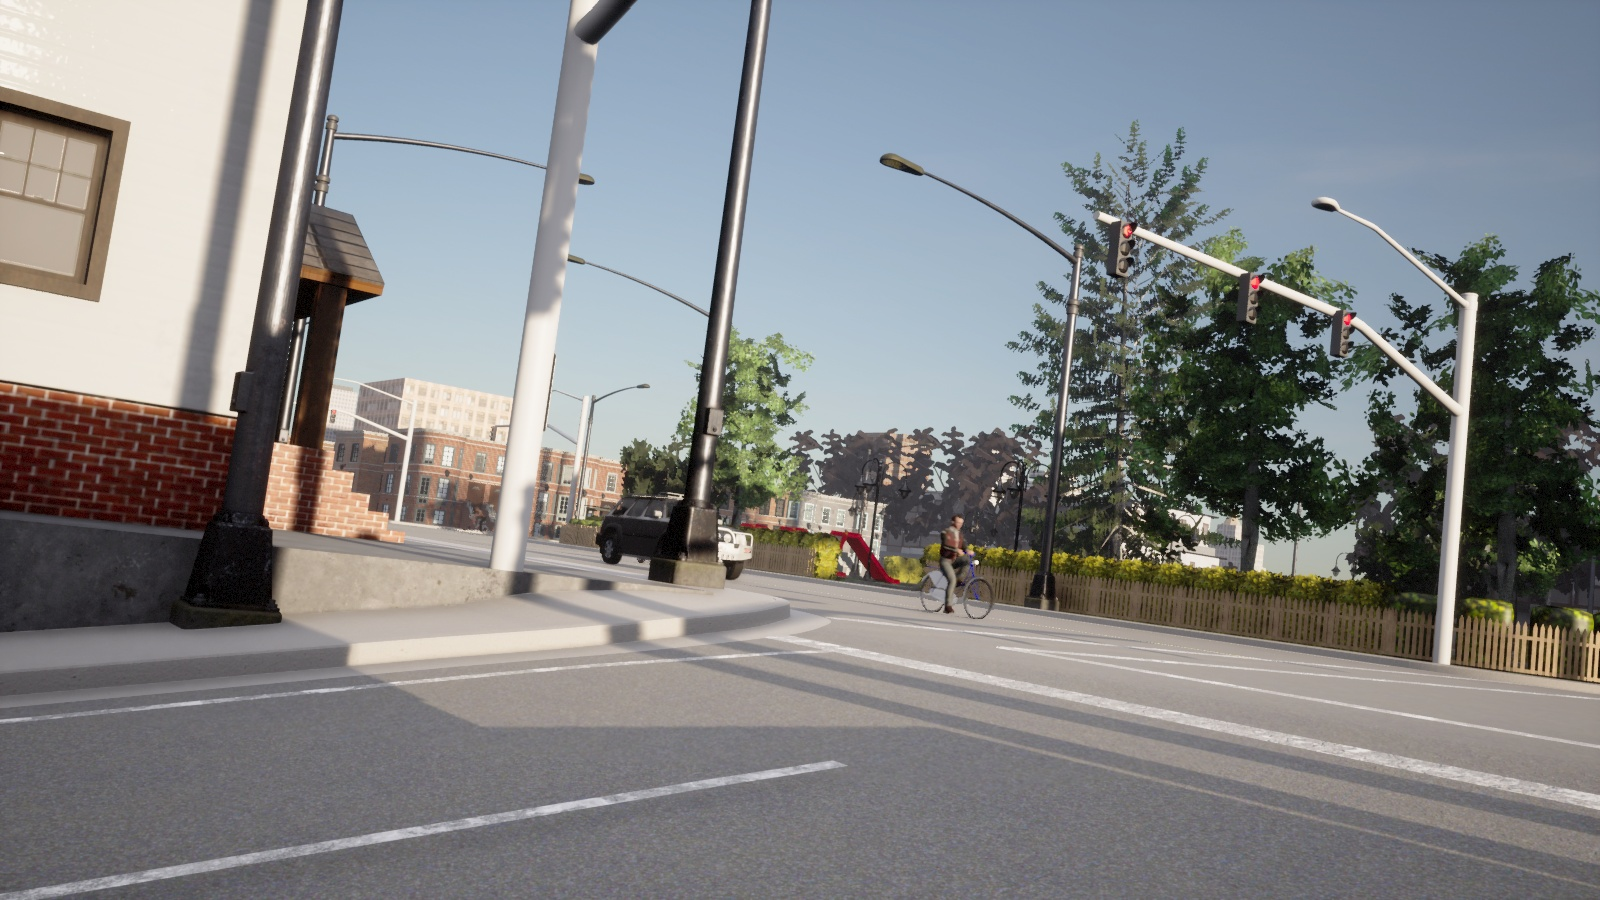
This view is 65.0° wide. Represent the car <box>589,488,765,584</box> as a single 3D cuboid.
[{"bbox_3d":[-3.027,2.003,29.974,1.932,1.855,4.605,10,-6,-35],"label":"car"}]

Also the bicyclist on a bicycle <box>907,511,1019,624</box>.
[{"bbox_3d":[2.805,2.004,21.753,0.659,1.776,1.843,10,-6,-35],"label":"bicyclist on a bicycle"}]
